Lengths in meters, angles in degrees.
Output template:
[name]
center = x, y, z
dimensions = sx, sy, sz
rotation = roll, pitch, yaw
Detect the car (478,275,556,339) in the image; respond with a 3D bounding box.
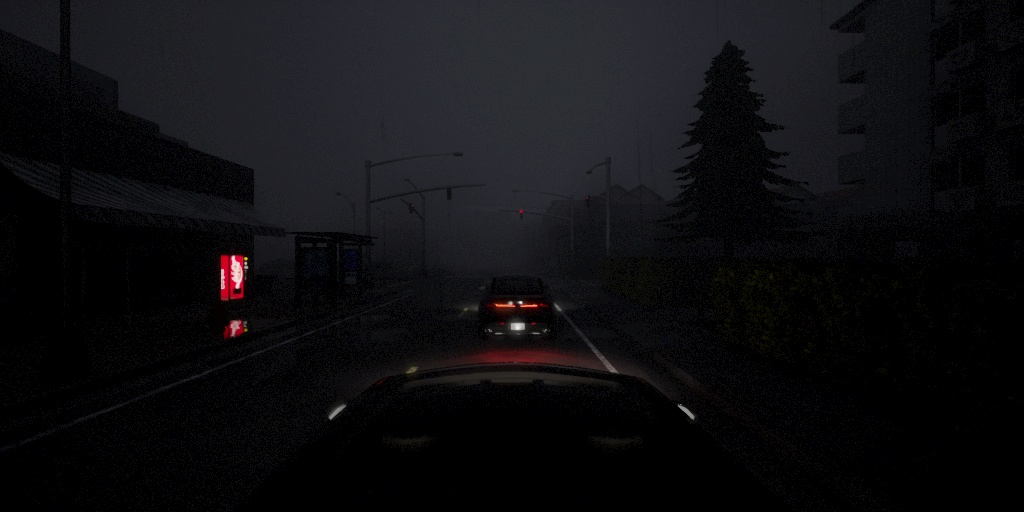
[car]
center = 0.118, 1.255, 10.050
dimensions = 1.837, 1.490, 4.892
rotation = 0, 0, 0
